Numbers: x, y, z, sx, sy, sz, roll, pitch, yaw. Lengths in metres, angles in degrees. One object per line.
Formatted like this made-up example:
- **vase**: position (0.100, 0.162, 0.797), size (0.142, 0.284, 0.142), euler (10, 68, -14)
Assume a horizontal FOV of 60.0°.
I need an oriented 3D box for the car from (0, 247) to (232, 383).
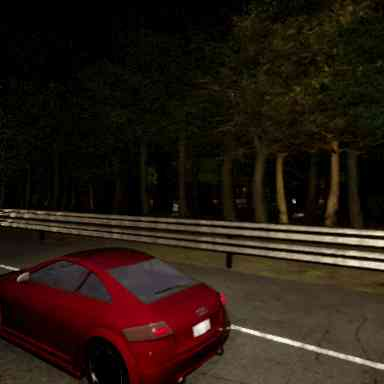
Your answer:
- **car**: position (-1.515, 1.565, 5.070), size (4.181, 1.385, 1.994), euler (0, 0, 36)
